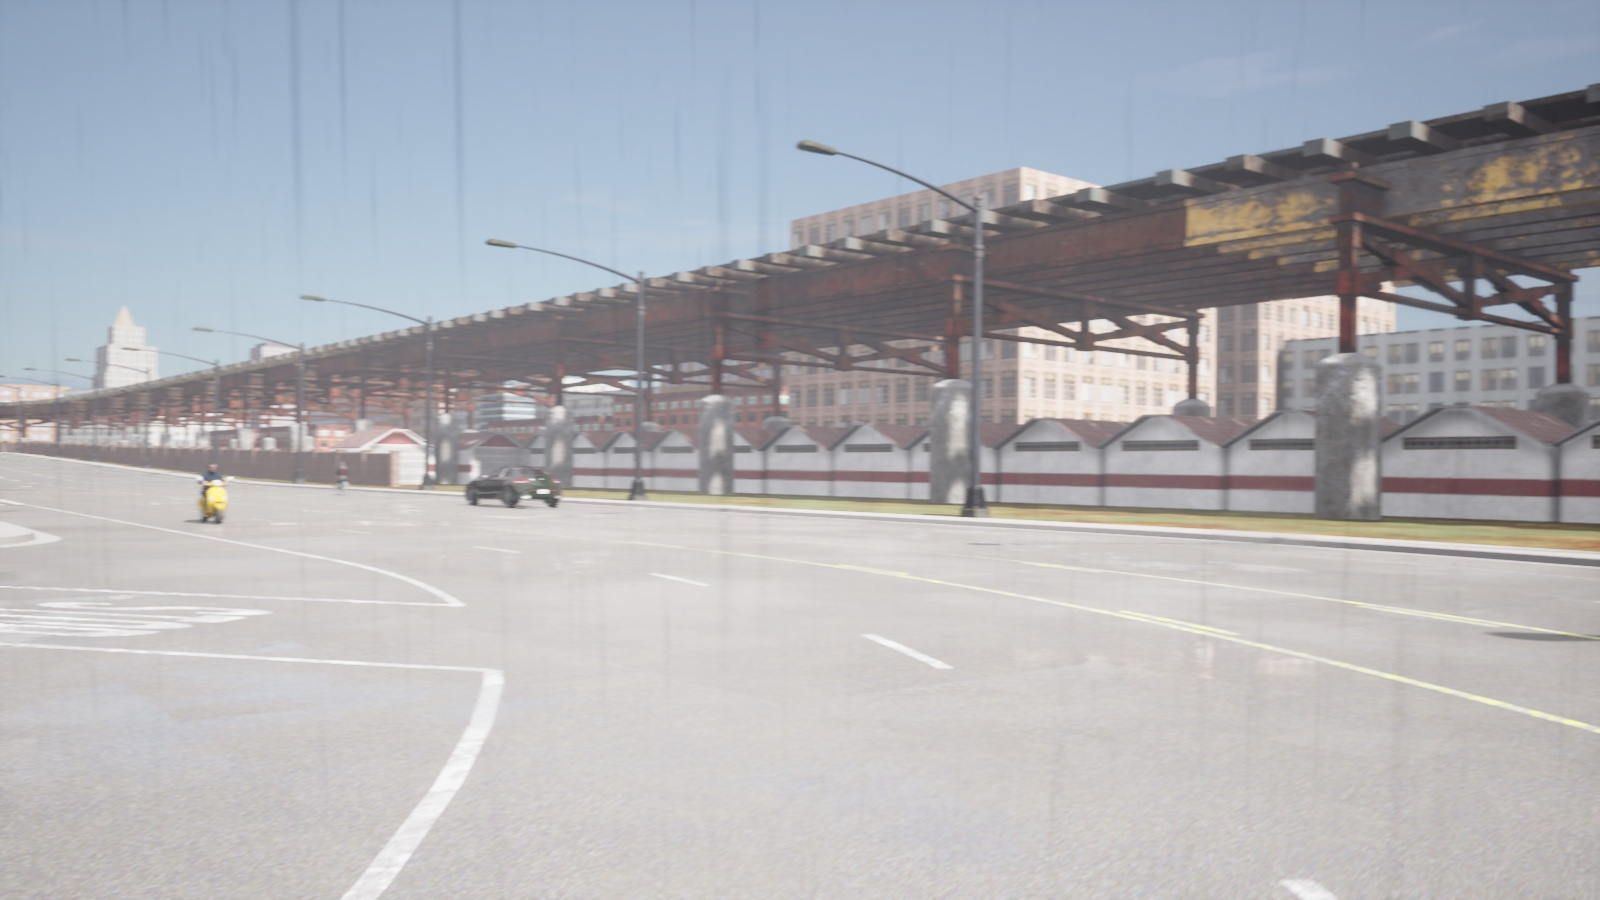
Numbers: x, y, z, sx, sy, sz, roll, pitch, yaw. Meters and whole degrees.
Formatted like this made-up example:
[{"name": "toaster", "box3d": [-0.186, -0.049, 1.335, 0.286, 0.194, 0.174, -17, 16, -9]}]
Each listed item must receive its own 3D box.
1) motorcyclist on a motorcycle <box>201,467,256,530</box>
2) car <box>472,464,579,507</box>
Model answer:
[{"name": "motorcyclist on a motorcycle", "box3d": [-14.953, 1.256, 32.860, 0.866, 1.590, 1.817, 1, -1, -39]}, {"name": "car", "box3d": [-11.070, 1.398, 50.354, 2.152, 1.651, 5.027, 1, -1, -39]}]
